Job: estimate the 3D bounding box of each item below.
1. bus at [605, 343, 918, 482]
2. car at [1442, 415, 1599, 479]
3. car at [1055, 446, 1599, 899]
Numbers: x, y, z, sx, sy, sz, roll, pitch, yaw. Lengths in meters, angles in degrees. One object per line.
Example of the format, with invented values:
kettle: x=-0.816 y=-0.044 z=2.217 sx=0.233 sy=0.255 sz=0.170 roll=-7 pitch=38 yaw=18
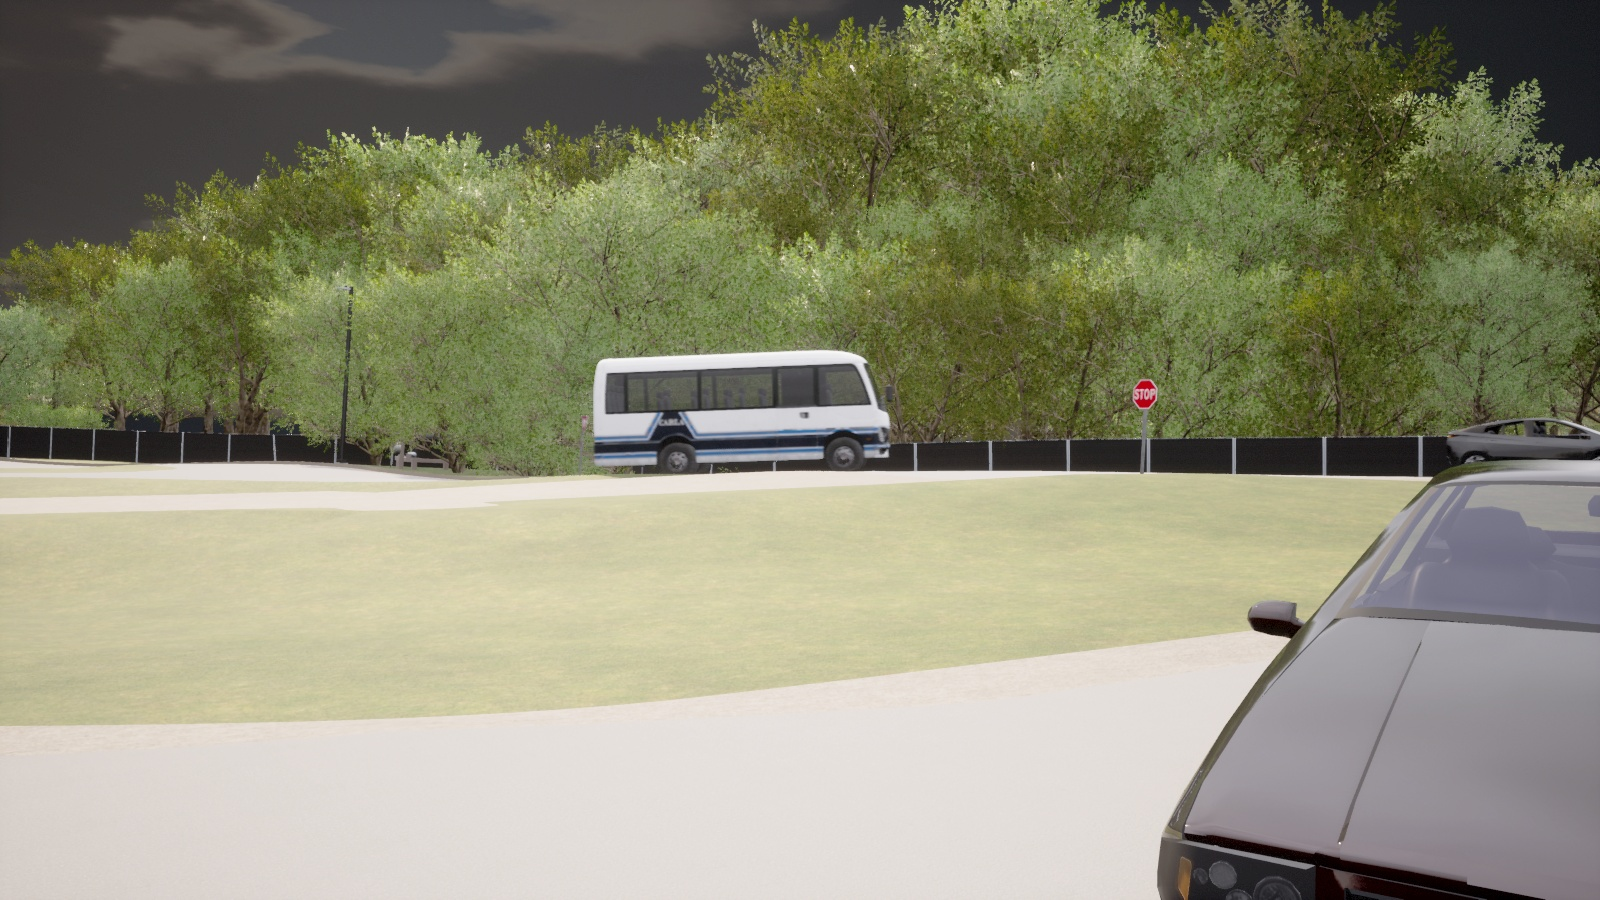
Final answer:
bus: x=-1.152 y=-1.217 z=43.406 sx=10.273 sy=4.253 sz=3.944 roll=-2 pitch=0 yaw=6
car: x=18.853 y=-0.049 z=31.512 sx=4.514 sy=1.525 sz=2.007 roll=-1 pitch=-1 yaw=43
car: x=2.823 y=0.751 z=4.234 sx=2.033 sy=1.411 sz=5.357 roll=2 pitch=2 yaw=33
